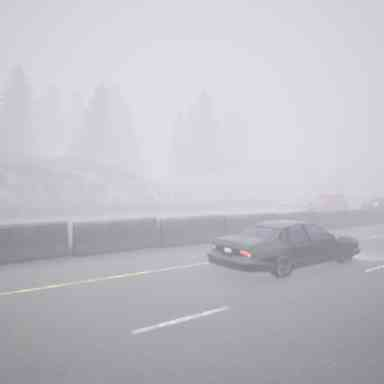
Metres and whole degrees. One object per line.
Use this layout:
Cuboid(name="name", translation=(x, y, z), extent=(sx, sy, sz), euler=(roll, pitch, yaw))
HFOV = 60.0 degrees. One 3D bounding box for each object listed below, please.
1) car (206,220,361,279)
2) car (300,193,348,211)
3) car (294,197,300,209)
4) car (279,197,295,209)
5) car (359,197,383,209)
Cuboid(name="car", translation=(2.979, 1.575, 10.166), extent=(5.357, 1.411, 2.033), euler=(0, 0, -35))
Cuboid(name="car", translation=(14.556, 1.187, 35.854), extent=(5.566, 2.045, 2.150), euler=(0, 0, -35))
Cuboid(name="car", translation=(15.343, 1.488, 40.706), extent=(5.357, 1.411, 2.033), euler=(-1, 0, -35))
Cuboid(name="car", translation=(13.467, 1.416, 43.661), extent=(5.008, 1.535, 1.882), euler=(-1, 0, -35))
Cuboid(name="car", translation=(19.648, 1.290, 35.177), extent=(4.553, 1.767, 2.097), euler=(-1, 0, -35))
